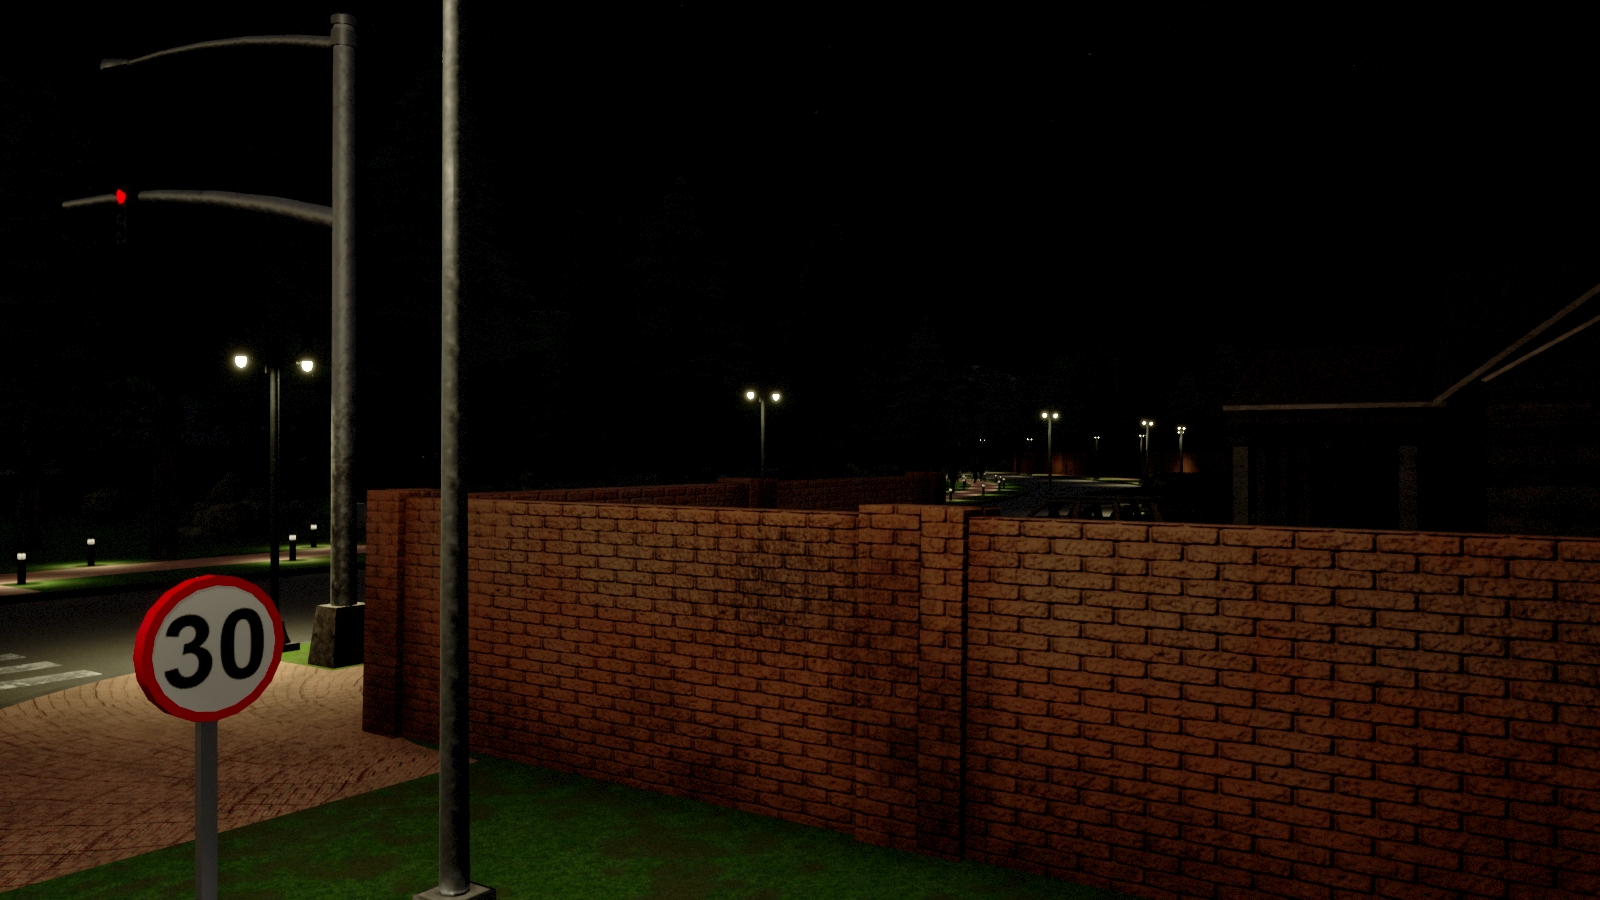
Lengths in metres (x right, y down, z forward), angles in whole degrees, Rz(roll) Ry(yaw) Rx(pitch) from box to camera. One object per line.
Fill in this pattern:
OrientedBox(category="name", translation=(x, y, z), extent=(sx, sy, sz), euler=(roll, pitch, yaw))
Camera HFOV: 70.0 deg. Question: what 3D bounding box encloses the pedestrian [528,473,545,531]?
OrientedBox(category="pedestrian", translation=(-8.506, 1.663, 36.867), extent=(0.375, 1.860, 0.375), euler=(0, 0, 38))
